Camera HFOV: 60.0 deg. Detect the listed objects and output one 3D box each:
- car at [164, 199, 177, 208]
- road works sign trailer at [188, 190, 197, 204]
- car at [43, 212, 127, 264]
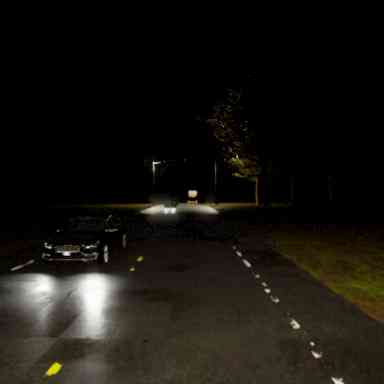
[{"bbox_3d":[-3.557,1.916,55.227,2.128,1.511,4.902,0,-1,0],"label":"car"},{"bbox_3d":[0.217,1.376,90.769,2.380,3.560,2.880,0,-1,2],"label":"road works sign trailer"},{"bbox_3d":[-3.600,1.542,11.979,1.837,1.490,4.892,0,0,0],"label":"car"}]
